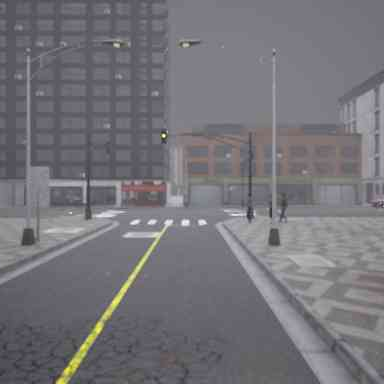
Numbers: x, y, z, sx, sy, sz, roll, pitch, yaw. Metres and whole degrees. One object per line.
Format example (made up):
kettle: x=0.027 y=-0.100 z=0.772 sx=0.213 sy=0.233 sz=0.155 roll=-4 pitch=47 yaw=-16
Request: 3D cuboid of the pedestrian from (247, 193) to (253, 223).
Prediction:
pedestrian: x=3.560 y=0.964 z=20.507 sx=0.375 sy=1.860 sz=0.375 roll=0 pitch=0 yaw=0

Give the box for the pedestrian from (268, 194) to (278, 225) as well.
pedestrian: x=4.583 y=0.971 z=19.310 sx=0.375 sy=1.860 sz=0.375 roll=0 pitch=0 yaw=0

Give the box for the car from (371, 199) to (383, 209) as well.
car: x=22.984 y=1.142 z=37.640 sx=5.008 sy=1.535 sz=1.882 roll=0 pitch=0 yaw=0

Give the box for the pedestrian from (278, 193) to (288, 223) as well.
pedestrian: x=5.478 y=0.960 z=19.912 sx=0.375 sy=1.860 sz=0.375 roll=0 pitch=0 yaw=0
